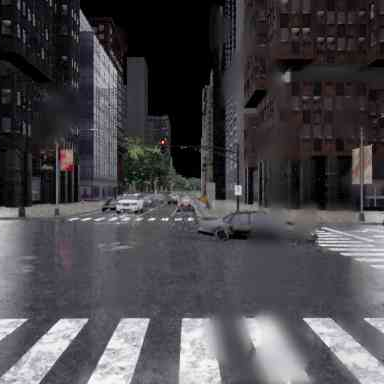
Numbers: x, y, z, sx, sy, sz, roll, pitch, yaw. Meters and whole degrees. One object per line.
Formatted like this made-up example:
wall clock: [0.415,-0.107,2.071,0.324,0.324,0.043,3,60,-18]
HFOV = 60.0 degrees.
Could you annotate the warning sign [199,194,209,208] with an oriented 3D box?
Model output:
warning sign: [1.551,1.131,42.744,1.300,1.860,1.060,0,0,-1]

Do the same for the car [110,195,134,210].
car: [-9.302,1.335,44.400,2.192,1.841,5.009,0,0,-1]

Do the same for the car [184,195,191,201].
car: [-1.190,1.574,87.875,1.967,1.590,4.097,0,0,-1]

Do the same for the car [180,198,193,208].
car: [-0.828,1.614,49.901,1.802,1.307,4.206,0,0,-1]

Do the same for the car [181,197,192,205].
car: [-0.931,1.603,60.751,1.887,1.381,4.507,0,0,-1]

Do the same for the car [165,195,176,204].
car: [-3.622,1.668,64.227,1.895,1.301,4.718,0,0,0]

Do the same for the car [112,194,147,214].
car: [-6.553,1.223,35.613,2.150,2.045,5.566,0,0,-1]

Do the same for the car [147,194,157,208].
car: [-6.669,1.381,48.391,2.097,1.767,4.553,0,0,0]

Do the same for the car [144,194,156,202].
car: [-9.612,1.417,76.955,2.192,1.841,5.009,0,0,-1]

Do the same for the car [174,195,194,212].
car: [-0.725,1.448,39.052,1.967,1.590,4.097,0,0,-1]

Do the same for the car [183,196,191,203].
car: [-1.036,1.612,71.770,1.752,1.417,4.829,0,0,-1]

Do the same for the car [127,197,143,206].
car: [-9.403,1.570,55.081,1.752,1.417,4.829,0,0,-1]

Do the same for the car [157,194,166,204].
car: [-6.761,1.426,66.159,2.097,1.767,4.553,0,0,0]

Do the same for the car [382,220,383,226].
car: [14.737,1.724,21.055,4.902,1.511,2.128,1,0,0]

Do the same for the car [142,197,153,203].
car: [-9.559,1.668,71.528,1.802,1.307,4.206,0,0,-1]

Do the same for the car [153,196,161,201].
car: [-9.766,1.695,93.231,1.887,1.381,4.507,0,0,-1]

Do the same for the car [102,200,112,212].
car: [-9.250,1.574,38.974,1.947,1.339,4.313,0,0,-1]

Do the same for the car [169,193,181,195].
car: [-3.829,1.575,75.426,1.882,1.535,5.008,0,0,-1]

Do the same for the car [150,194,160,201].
car: [-9.715,1.449,87.806,2.192,1.841,5.009,0,0,-1]

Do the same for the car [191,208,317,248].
car: [2.924,1.617,15.376,5.357,1.411,2.033,1,0,22]
